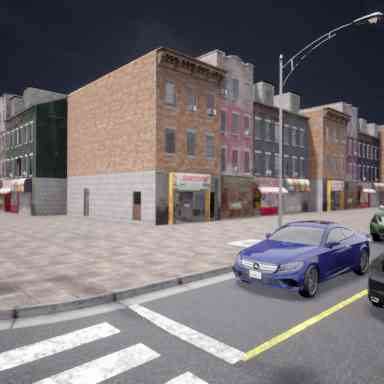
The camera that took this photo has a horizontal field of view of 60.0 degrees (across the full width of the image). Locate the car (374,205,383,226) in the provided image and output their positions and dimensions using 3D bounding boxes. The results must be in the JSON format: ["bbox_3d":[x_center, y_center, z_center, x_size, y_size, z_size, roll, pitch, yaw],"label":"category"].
[{"bbox_3d":[10.204,1.192,15.283,5.566,2.045,2.150,0,0,-42],"label":"car"}]

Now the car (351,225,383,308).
[{"bbox_3d":[5.248,1.491,6.813,4.892,1.490,1.837,0,0,-43],"label":"car"}]

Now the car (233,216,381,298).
[{"bbox_3d":[3.061,1.502,8.677,4.674,1.442,1.812,0,0,-43],"label":"car"}]
